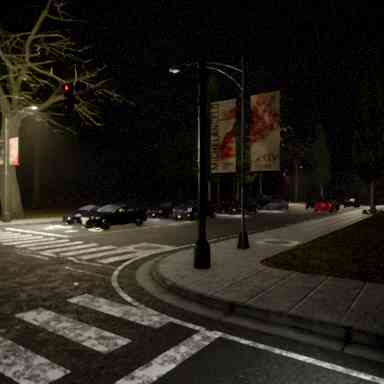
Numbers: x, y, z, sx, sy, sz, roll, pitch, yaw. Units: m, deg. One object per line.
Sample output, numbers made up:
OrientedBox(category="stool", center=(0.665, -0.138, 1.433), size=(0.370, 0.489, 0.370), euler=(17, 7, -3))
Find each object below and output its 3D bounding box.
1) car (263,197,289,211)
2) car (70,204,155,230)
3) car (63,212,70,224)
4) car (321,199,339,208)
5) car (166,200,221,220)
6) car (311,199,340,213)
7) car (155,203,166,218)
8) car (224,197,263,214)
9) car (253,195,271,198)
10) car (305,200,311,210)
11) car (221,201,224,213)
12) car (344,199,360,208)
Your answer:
OrientedBox(category="car", center=(11.823, 1.767, 45.678), size=(1.812, 1.442, 4.674), euler=(0, 0, 36))
OrientedBox(category="car", center=(-5.016, 1.561, 21.793), size=(2.128, 1.511, 4.902), euler=(0, 0, 35))
OrientedBox(category="car", center=(-7.228, 1.631, 24.312), size=(1.994, 1.385, 4.181), euler=(0, 0, 36))
OrientedBox(category="car", center=(23.481, 1.913, 56.354), size=(1.812, 1.442, 4.674), euler=(0, -1, 35))
OrientedBox(category="car", center=(0.229, 1.467, 29.252), size=(2.097, 1.767, 4.553), euler=(0, 0, 35))
OrientedBox(category="car", center=(16.743, 1.601, 41.096), size=(2.097, 1.767, 4.553), euler=(0, 0, 35))
OrientedBox(category="car", center=(-1.903, 1.661, 31.861), size=(2.033, 1.411, 5.357), euler=(0, 0, 35))
OrientedBox(category="car", center=(5.878, 1.675, 37.283), size=(1.837, 1.490, 4.892), euler=(0, 0, 35))
OrientedBox(category="car", center=(9.898, 1.466, 48.582), size=(2.150, 2.045, 5.566), euler=(0, 0, 38))
OrientedBox(category="car", center=(17.796, 1.820, 48.247), size=(1.812, 1.442, 4.674), euler=(0, 0, 35))
OrientedBox(category="car", center=(3.820, 1.770, 40.013), size=(1.895, 1.301, 4.718), euler=(0, 0, 35))
OrientedBox(category="car", center=(26.370, 1.889, 54.801), size=(2.128, 1.511, 4.902), euler=(0, -1, 35))
